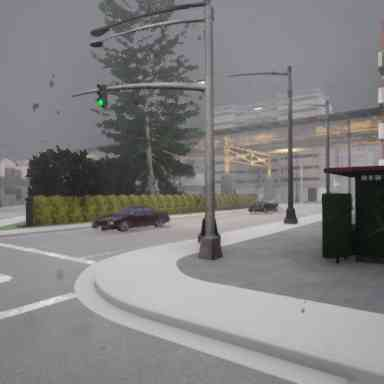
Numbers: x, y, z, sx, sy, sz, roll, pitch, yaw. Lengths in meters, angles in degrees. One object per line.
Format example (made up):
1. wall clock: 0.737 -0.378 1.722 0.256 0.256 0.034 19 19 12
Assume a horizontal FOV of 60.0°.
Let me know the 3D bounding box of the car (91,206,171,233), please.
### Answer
1. car: -3.569 1.602 20.630 2.033 1.411 5.357 -1 0 36

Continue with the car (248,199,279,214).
1. car: 7.895 1.539 36.492 1.882 1.535 5.008 -1 0 36
